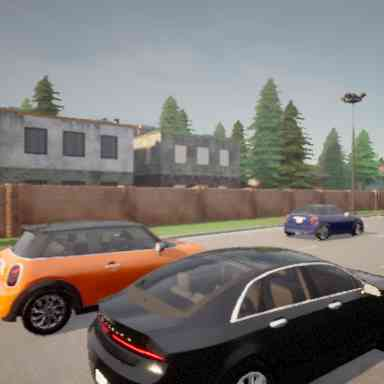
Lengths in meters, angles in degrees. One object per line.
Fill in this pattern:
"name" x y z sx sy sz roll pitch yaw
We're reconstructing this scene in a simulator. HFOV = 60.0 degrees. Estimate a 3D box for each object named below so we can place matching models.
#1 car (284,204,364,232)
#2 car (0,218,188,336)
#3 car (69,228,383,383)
"car" 6.948 1.421 17.362 4.553 1.767 2.097 0 0 -35
"car" -1.523 1.364 6.959 4.553 1.767 2.097 0 0 -35
"car" 1.124 1.522 4.548 4.892 1.490 1.837 0 0 -35
